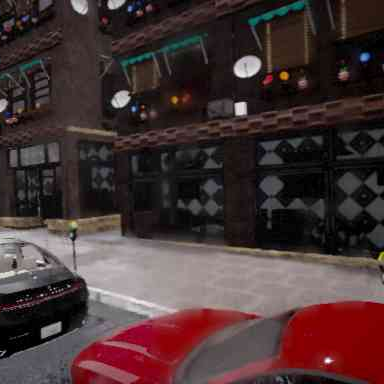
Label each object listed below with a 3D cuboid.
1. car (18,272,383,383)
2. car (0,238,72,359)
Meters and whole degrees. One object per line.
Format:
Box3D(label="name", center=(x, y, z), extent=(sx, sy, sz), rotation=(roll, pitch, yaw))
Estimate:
Box3D(label="car", center=(1.049, 1.443, 2.075), extent=(4.507, 1.381, 1.887), rotation=(1, 1, 35))
Box3D(label="car", center=(-3.475, 1.409, 5.258), extent=(4.403, 1.369, 2.008), rotation=(0, 1, 35))
